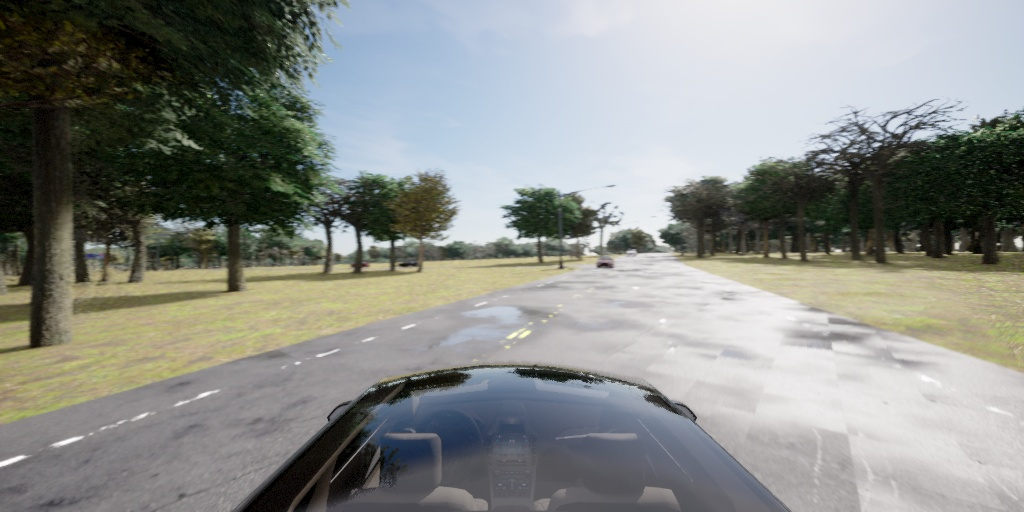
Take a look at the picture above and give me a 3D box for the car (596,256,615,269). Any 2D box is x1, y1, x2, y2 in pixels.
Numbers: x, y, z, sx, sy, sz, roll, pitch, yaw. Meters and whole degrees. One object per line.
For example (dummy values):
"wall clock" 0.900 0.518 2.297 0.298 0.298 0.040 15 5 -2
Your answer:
"car" 12.444 0.804 47.737 2.097 1.767 4.553 -1 0 20
